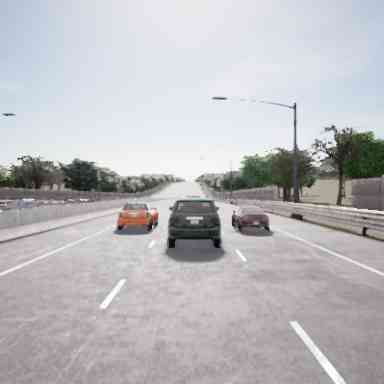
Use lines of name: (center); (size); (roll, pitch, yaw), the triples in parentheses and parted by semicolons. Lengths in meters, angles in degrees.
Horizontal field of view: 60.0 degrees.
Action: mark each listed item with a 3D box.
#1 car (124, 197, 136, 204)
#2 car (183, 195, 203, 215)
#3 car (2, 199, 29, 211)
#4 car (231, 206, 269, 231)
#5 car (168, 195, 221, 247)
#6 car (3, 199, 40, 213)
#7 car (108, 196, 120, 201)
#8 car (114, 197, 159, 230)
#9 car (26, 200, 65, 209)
car: (-13.998, 1.888, 75.051); (1.882, 1.535, 5.008); (0, -1, 0)
car: (0.101, 1.373, 36.955); (2.150, 2.045, 5.566); (0, 0, 0)
car: (-17.590, 1.698, 34.023); (1.994, 1.385, 4.181); (0, 0, 0)
car: (3.601, 1.592, 20.946); (1.812, 1.442, 4.674); (0, 0, 0)
car: (0.101, 1.261, 15.392); (2.150, 2.045, 5.566); (0, 0, 0)
car: (-21.080, 1.671, 41.402); (2.128, 1.511, 4.902); (0, -1, 0)
car: (-17.498, 1.734, 75.498); (2.097, 1.767, 4.553); (0, -1, 0)
car: (-3.399, 1.422, 21.671); (2.097, 1.767, 4.553); (0, 0, 0)
car: (-14.094, 1.678, 33.492); (2.033, 1.411, 5.357); (0, 0, 0)
